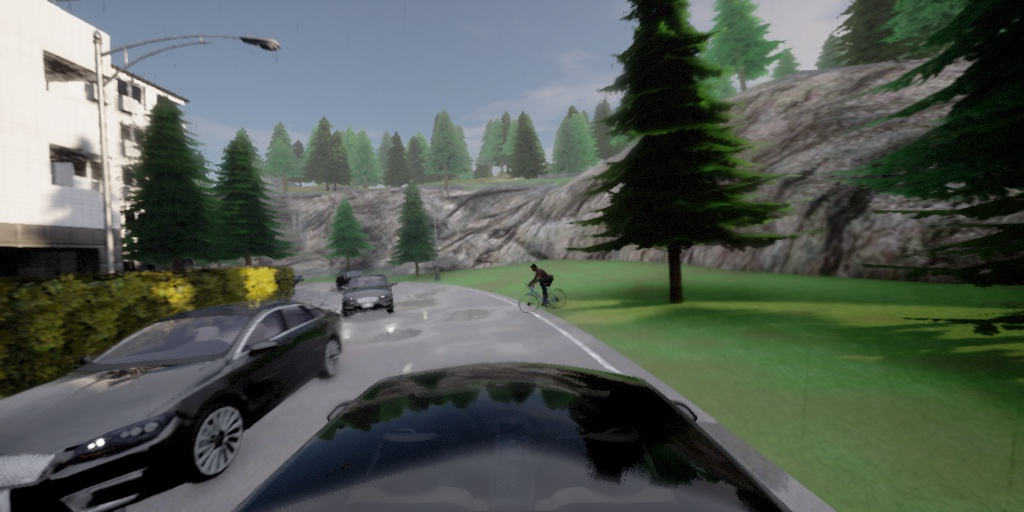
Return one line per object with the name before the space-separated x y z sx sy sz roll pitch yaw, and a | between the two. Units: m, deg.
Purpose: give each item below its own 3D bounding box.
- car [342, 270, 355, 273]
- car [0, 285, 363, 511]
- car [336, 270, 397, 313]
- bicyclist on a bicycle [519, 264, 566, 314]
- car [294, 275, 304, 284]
car | -11.893 1.835 26.996 2.128 1.511 4.902 -3 0 -37
car | -3.931 1.453 4.886 2.128 1.511 4.902 -3 0 -6
car | -5.983 1.535 15.114 2.128 1.511 4.902 -3 0 -20
bicyclist on a bicycle | 0.965 1.053 11.860 1.656 1.620 0.582 -8 1 -12
car | -27.149 2.715 42.070 5.357 1.411 2.033 -3 0 15
